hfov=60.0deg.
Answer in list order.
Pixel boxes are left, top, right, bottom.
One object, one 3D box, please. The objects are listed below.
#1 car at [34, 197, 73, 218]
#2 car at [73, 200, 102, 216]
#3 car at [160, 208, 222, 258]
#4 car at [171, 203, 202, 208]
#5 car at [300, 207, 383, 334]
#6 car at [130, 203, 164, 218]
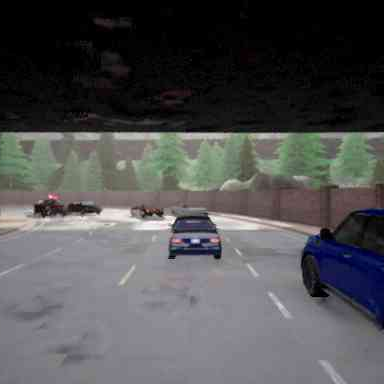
[{"bbox_3d":[-13.347,1.416,31.469,2.097,1.767,4.553,0,0,-39],"label":"car"},{"bbox_3d":[-10.985,1.547,34.145,1.882,1.535,5.008,1,0,-40],"label":"car"},{"bbox_3d":[0.033,1.573,12.797,2.033,1.411,5.357,0,0,-2],"label":"car"},{"bbox_3d":[-0.428,1.662,30.627,1.895,1.301,4.718,0,0,-24],"label":"car"},{"bbox_3d":[3.572,1.236,5.368,2.150,2.045,5.566,0,0,0],"label":"car"},{"bbox_3d":[-4.230,1.662,30.533,1.895,1.301,4.718,0,0,-27],"label":"car"}]
